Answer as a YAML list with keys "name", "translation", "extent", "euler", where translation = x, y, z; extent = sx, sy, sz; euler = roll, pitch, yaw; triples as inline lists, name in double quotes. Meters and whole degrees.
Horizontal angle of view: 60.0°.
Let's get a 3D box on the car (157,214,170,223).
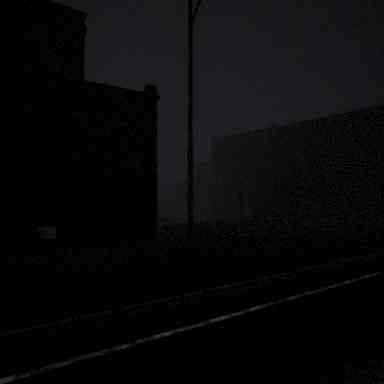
- name: "car"
  translation: [-5.386, 4.040, 50.336]
  extent: [2.033, 1.411, 5.357]
  euler: [0, -5, -36]
